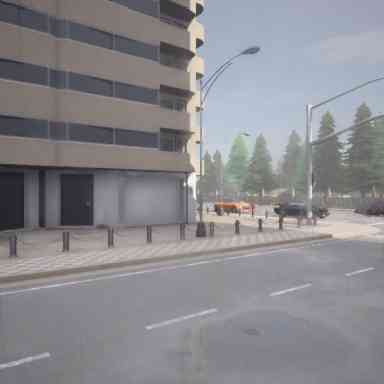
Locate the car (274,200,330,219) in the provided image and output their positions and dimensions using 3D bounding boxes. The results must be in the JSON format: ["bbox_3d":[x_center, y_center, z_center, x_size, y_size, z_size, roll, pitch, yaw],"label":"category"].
[{"bbox_3d":[9.659,1.656,29.440,1.895,1.301,4.718,0,0,-36],"label":"car"}]

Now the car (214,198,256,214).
[{"bbox_3d":[4.443,1.407,36.673,2.097,1.767,4.553,0,0,-36],"label":"car"}]

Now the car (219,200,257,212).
[{"bbox_3d":[5.619,1.656,41.023,1.895,1.301,4.718,0,0,-36],"label":"car"}]

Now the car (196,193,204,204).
[{"bbox_3d":[-0.048,1.277,61.101,2.150,2.045,5.566,0,0,-35],"label":"car"}]

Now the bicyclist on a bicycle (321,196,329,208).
[{"bbox_3d":[17.379,1.356,43.494,1.656,1.620,0.582,0,0,-36],"label":"bicyclist on a bicycle"}]

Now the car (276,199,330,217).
[{"bbox_3d":[11.084,1.533,33.446,1.882,1.535,5.008,0,0,-36],"label":"car"}]

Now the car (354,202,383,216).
[{"bbox_3d":[17.836,1.604,30.416,2.033,1.411,5.357,0,0,-36],"label":"car"}]
